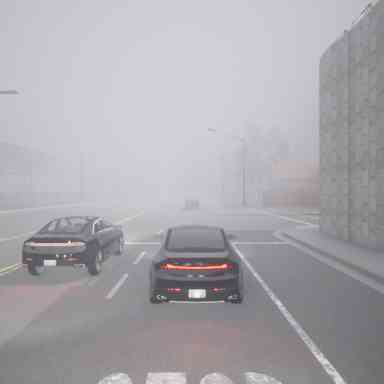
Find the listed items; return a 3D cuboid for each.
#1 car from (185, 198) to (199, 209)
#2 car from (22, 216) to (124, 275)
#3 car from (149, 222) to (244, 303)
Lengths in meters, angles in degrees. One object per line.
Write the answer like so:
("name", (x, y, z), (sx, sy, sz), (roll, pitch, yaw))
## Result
("car", (-0.004, 1.492, 44.158), (2.128, 1.511, 4.902), (0, 0, 0))
("car", (-3.424, 1.492, 10.431), (2.128, 1.511, 4.902), (0, 0, 0))
("car", (0.082, 1.505, 8.161), (1.837, 1.490, 4.892), (0, 0, 0))
